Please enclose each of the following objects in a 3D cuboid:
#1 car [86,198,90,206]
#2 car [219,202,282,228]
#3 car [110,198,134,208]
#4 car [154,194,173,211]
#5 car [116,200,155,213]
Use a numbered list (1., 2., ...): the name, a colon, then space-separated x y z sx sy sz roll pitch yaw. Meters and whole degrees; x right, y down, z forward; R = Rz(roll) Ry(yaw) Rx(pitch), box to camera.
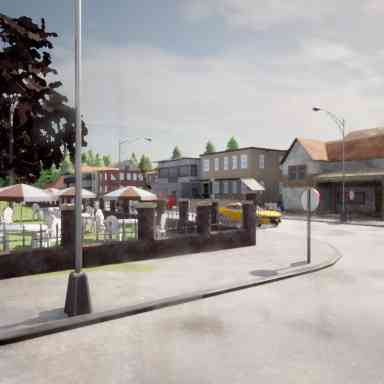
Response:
1. car: -16.162 1.474 50.413 2.128 1.511 4.902 0 0 -35
2. car: 3.730 1.478 22.326 1.882 1.535 5.008 0 0 -35
3. car: -10.442 1.564 49.451 1.994 1.385 4.181 0 0 -35
4. car: -4.428 1.221 41.004 2.150 2.045 5.566 0 0 -35
5. car: -6.609 1.547 36.841 2.033 1.411 5.357 0 0 -35
